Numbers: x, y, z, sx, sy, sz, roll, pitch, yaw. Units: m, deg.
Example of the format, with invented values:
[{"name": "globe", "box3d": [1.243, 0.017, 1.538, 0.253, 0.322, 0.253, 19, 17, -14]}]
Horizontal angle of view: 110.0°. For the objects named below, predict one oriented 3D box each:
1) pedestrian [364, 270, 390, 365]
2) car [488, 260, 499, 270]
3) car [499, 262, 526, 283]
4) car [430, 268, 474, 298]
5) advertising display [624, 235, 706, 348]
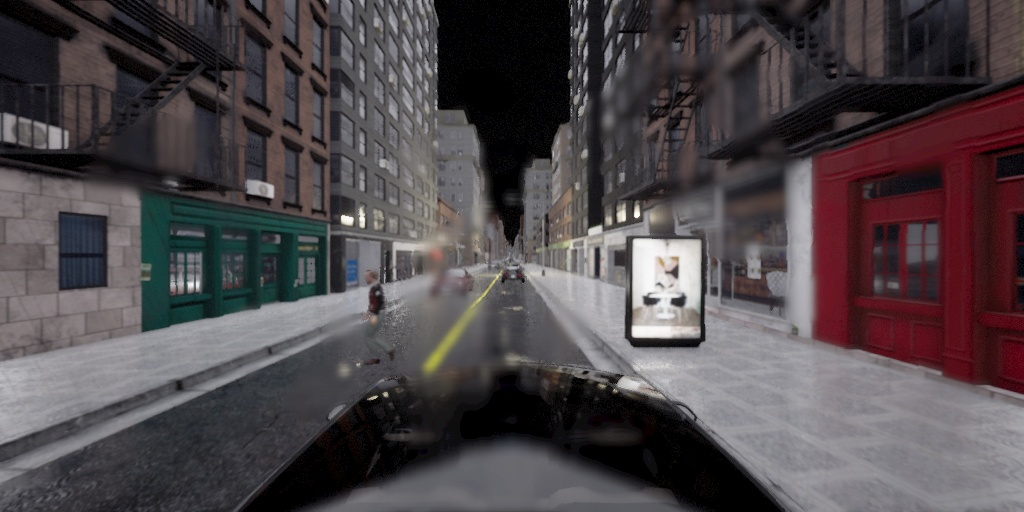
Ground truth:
[{"name": "pedestrian", "box3d": [-2.534, 1.069, 6.657, 0.375, 1.860, 0.375, -1, 0, -15]}, {"name": "car", "box3d": [-3.052, 1.502, 60.478, 2.128, 1.511, 4.902, 0, 0, 0]}, {"name": "car", "box3d": [0.096, 1.406, 29.920, 1.812, 1.442, 4.674, 0, 0, 0]}, {"name": "car", "box3d": [-3.094, 1.358, 19.240, 1.812, 1.442, 4.674, 0, 0, 0]}, {"name": "advertising display", "box3d": [3.137, 0.802, 7.409, 1.540, 2.440, 0.280, 0, 0, 0]}]
